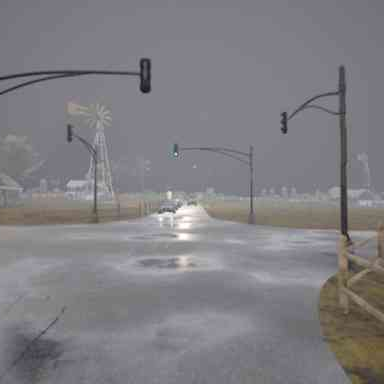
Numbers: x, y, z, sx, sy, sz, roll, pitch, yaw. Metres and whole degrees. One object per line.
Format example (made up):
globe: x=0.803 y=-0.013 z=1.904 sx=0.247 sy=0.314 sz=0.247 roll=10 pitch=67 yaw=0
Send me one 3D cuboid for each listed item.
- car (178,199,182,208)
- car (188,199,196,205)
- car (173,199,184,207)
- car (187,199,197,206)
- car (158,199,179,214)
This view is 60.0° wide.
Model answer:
car: x=-2.896 y=1.912 z=48.115 sx=2.128 sy=1.511 sz=4.902 roll=0 pitch=-1 yaw=0
car: x=-0.066 y=2.319 z=78.561 sx=1.812 sy=1.442 sz=4.674 roll=0 pitch=-1 yaw=0
car: x=-2.813 y=2.213 z=68.703 sx=2.033 sy=1.411 sz=5.357 roll=0 pitch=-1 yaw=0
car: x=0.041 y=2.163 z=68.180 sx=1.837 sy=1.490 sz=4.892 roll=0 pitch=-1 yaw=0
car: x=-2.890 y=1.892 z=39.373 sx=1.994 sy=1.385 sz=4.181 roll=0 pitch=-1 yaw=0
